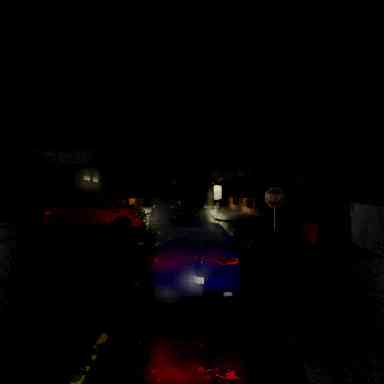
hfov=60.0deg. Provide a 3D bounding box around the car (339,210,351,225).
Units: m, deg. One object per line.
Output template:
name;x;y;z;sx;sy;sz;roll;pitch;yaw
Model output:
car;12.288;1.400;21.850;5.008;1.535;1.882;-1;-2;1

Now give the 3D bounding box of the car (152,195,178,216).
car;-2.802;1.469;33.914;2.097;1.767;4.553;0;0;0

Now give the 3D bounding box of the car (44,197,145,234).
car;-5.521;1.295;19.145;5.566;2.045;2.150;0;-1;1

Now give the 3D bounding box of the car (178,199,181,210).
car;-2.801;1.411;43.724;2.150;2.045;5.566;0;0;0

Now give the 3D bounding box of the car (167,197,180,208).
car;-2.936;1.643;53.899;2.097;1.767;4.553;0;-1;-2

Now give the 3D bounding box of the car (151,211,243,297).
car;0.107;1.492;8.640;1.882;1.535;5.008;0;0;0
